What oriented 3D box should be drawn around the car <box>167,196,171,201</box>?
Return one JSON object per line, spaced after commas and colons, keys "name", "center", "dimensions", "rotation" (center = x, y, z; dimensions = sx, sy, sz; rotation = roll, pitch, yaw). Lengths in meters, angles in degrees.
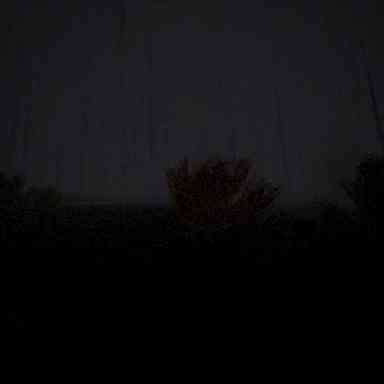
{"name": "car", "center": [-2.289, 1.066, 61.137], "dimensions": [2.033, 1.411, 5.357], "rotation": [1, 0, 36]}
